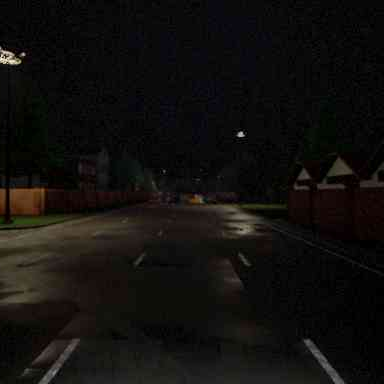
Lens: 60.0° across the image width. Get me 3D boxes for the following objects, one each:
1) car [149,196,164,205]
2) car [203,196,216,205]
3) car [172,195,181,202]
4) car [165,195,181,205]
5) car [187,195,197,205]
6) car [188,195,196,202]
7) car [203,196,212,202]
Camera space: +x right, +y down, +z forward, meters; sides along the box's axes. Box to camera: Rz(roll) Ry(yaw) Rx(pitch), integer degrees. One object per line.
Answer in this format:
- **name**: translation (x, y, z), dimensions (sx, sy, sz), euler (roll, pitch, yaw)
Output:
- **car**: translation (-6.994, 1.743, 63.099), dimensions (1.895, 1.301, 4.718), euler (0, 0, 1)
- **car**: translation (3.506, 1.744, 63.114), dimensions (1.895, 1.301, 4.718), euler (0, 0, 0)
- **car**: translation (-3.535, 1.518, 74.954), dimensions (1.837, 1.490, 4.892), euler (0, 0, 0)
- **car**: translation (-3.485, 1.709, 63.859), dimensions (1.994, 1.385, 4.181), euler (0, 0, 1)
- **car**: translation (0.006, 1.620, 63.060), dimensions (1.882, 1.535, 5.008), euler (0, 0, 1)
- **car**: translation (-0.035, 1.518, 74.956), dimensions (1.837, 1.490, 4.892), euler (0, 0, 0)
- **car**: translation (3.465, 1.571, 74.957), dimensions (1.994, 1.385, 4.181), euler (0, 0, 0)
